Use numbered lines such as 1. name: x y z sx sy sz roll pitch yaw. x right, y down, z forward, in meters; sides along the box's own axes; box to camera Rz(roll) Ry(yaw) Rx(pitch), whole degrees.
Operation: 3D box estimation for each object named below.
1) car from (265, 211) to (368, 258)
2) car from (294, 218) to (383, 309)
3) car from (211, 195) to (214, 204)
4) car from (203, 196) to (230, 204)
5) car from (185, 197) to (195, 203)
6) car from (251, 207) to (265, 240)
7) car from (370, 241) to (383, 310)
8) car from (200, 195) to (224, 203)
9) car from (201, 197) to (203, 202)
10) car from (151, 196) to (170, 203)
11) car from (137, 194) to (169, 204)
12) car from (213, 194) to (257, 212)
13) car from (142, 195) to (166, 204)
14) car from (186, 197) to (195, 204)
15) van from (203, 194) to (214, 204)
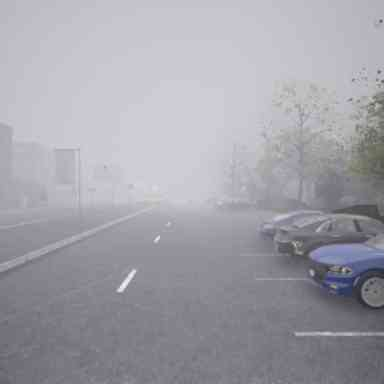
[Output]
1. car: 5.075 1.466 10.465 4.892 1.521 2.231 0 0 0
2. car: 5.088 1.469 7.191 5.008 1.535 2.097 0 0 0
3. car: 5.029 1.462 41.247 4.674 1.452 2.002 0 0 0
4. car: 5.007 1.625 67.496 5.366 1.575 1.946 0 -1 -1
5. car: -0.428 1.944 81.654 2.128 1.511 4.902 0 -2 2
6. car: 5.077 1.500 13.741 4.674 1.452 2.002 0 0 0
7. car: 5.081 1.514 4.043 4.674 1.452 2.002 0 0 0
8. car: 4.667 1.653 78.675 5.566 2.045 2.435 0 -2 -1
9. car: 5.031 1.576 64.835 5.366 1.575 1.946 0 -1 -1
10. car: -7.570 1.834 80.673 4.553 1.767 2.185 0 -2 -1
11. car: -7.587 1.537 62.575 5.366 1.575 1.946 0 -1 -1
12. car: 5.103 1.299 38.077 4.553 1.767 2.185 0 0 0
13. car: -7.398 1.461 65.497 4.553 1.767 2.185 0 -1 -1
14. car: -0.307 1.761 71.189 2.033 1.411 5.357 0 -2 -1
15. van: 4.754 1.309 62.043 4.442 1.987 1.878 0 -1 -1
